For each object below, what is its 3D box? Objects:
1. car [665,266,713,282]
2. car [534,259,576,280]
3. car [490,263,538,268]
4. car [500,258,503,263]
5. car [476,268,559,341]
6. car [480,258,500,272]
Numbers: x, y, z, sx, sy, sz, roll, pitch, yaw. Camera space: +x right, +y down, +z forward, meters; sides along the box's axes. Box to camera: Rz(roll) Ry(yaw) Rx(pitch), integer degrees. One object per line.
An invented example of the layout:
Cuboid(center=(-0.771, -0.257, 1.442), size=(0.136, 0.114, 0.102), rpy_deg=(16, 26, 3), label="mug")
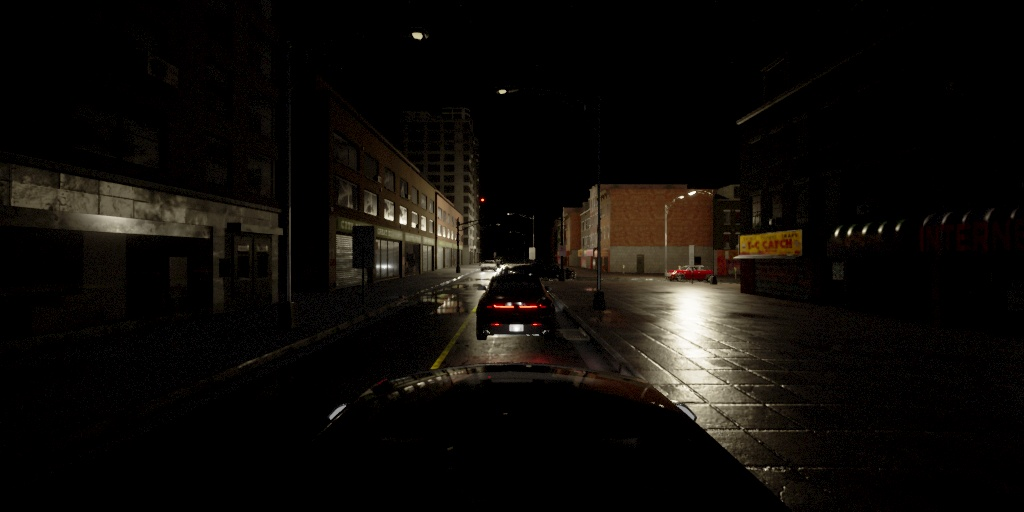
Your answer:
Cuboid(center=(16.336, 1.574, 33.113), size=(4.097, 1.591, 1.967), rpy_deg=(0, 0, 0), label="car")
Cuboid(center=(3.121, 1.321, 31.136), size=(4.892, 1.490, 1.837), rpy_deg=(2, 3, 25), label="car")
Cuboid(center=(0.095, 1.298, 19.527), size=(2.033, 1.411, 5.357), rpy_deg=(0, 0, 0), label="car")
Cuboid(center=(-2.876, 1.344, 59.530), size=(1.895, 1.301, 4.718), rpy_deg=(0, 0, 0), label="car")
Cuboid(center=(0.086, 1.255, 9.916), size=(1.837, 1.490, 4.892), rpy_deg=(0, 0, 0), label="car")
Cuboid(center=(-2.884, 1.276, 45.230), size=(1.812, 1.442, 4.674), rpy_deg=(0, 0, 1), label="car")
